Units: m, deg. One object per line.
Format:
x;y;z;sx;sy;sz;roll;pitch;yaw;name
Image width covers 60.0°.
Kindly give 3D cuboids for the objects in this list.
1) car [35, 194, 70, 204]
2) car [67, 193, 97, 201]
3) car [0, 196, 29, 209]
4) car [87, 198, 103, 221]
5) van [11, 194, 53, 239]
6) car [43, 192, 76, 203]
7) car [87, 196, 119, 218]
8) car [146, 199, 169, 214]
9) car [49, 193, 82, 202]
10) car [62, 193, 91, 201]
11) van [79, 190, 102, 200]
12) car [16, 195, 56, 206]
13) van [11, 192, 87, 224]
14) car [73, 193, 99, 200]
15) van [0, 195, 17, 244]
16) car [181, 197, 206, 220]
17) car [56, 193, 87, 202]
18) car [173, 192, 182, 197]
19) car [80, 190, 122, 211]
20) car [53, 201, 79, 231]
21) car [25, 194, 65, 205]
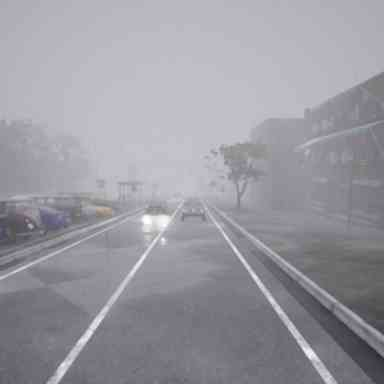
-22.083;1.095;52.792;4.674;1.452;2.002;0;1;0;car
-21.915;0.924;66.667;5.366;1.575;1.946;0;1;0;car
-22.041;1.218;38.915;4.792;1.488;2.163;0;1;0;car
-8.975;1.381;23.091;4.674;1.452;2.002;0;1;0;car
-8.846;1.196;14.675;4.442;1.987;1.878;0;1;0;van
-22.120;0.903;55.566;4.553;1.767;2.185;0;1;0;car
-8.790;1.311;25.894;5.366;1.575;1.946;0;1;0;car
-3.339;1.367;32.347;1.895;1.301;4.718;0;1;0;car
-22.097;1.003;58.343;5.008;1.535;2.097;0;1;0;car
-22.127;0.982;63.892;4.792;1.488;2.163;0;1;0;car
-21.990;0.652;72.215;4.442;1.987;1.878;0;1;0;van
-22.076;1.148;47.240;4.674;1.452;2.002;0;1;0;car
-9.086;1.143;20.285;4.442;1.987;1.878;0;1;0;van
-22.133;0.932;69.444;4.792;1.488;2.163;0;1;0;car
-9.076;1.218;11.874;4.442;1.987;1.878;0;0;0;van
0.109;1.368;26.251;2.033;1.411;5.357;0;0;0;car
-22.089;0.978;61.118;4.892;1.521;2.231;0;1;0;car
-3.232;0.628;73.845;1.895;1.301;4.718;0;1;0;car
-8.950;1.035;28.695;5.566;2.045;2.435;0;1;0;car
-8.961;1.395;17.484;5.008;1.535;2.097;0;1;0;car
-22.077;1.081;50.016;5.008;1.535;2.097;0;1;0;car
